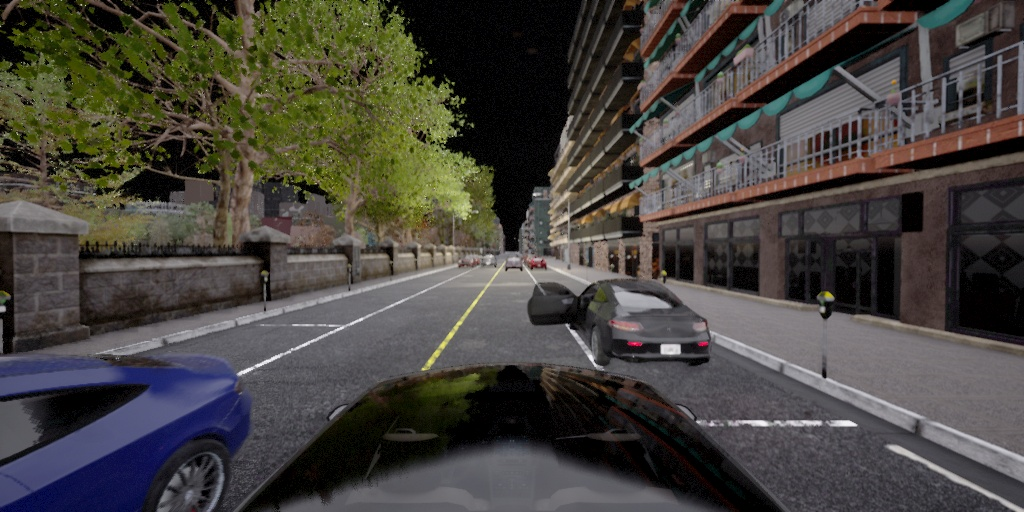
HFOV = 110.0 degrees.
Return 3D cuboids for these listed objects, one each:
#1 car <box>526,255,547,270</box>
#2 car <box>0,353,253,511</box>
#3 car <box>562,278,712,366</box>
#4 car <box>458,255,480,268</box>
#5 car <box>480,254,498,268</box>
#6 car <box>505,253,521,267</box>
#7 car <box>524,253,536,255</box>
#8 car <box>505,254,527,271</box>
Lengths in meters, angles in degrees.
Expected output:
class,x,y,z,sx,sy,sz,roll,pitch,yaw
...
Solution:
class,x,y,z,sx,sy,sz,roll,pitch,yaw
car,2.818,0.810,39.044,1.888,1.381,4.507,0,0,0
car,-3.099,1.282,1.181,1.812,1.442,4.674,0,1,0
car,2.374,1.197,7.649,1.812,1.442,4.674,0,1,0
car,-5.544,0.634,44.702,1.967,1.591,4.097,0,0,0
car,-2.852,0.707,45.409,2.128,1.511,4.902,0,1,0
car,0.184,0.489,49.347,2.097,1.767,4.553,0,1,1
car,2.856,0.565,50.303,1.967,1.591,4.097,0,0,0
car,0.204,0.829,37.657,2.033,1.411,5.357,0,1,0
